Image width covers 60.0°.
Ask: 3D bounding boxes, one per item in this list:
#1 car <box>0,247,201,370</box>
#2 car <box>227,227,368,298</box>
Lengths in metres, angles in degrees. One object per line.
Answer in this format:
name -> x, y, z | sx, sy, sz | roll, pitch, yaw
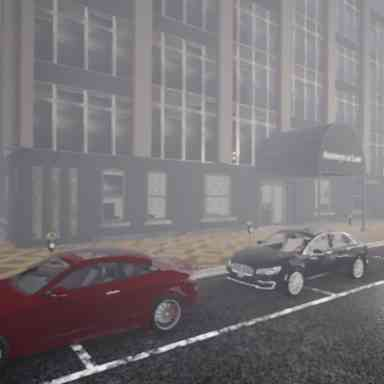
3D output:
car -> -1.788, 1.596, 5.284 | 4.206, 1.307, 1.802 | 1, 0, -35
car -> 2.853, 1.615, 8.588 | 4.403, 1.369, 2.008 | 1, 0, -35
